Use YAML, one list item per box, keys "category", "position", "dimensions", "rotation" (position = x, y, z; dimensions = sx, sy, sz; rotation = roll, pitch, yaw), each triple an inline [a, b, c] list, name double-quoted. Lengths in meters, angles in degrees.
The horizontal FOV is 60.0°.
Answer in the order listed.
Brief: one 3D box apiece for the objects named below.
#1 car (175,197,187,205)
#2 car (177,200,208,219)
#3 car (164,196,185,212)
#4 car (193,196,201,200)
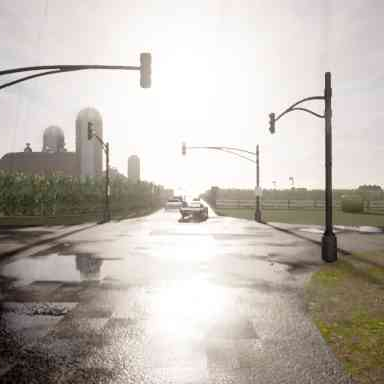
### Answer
- category: "car"
  position: [-1.951, 1.620, 60.102]
  dimensions: [2.033, 1.411, 5.357]
  rotation: [0, 0, 1]
- category: "car"
  position: [0.279, 1.627, 29.572]
  dimensions: [1.895, 1.301, 4.718]
  rotation: [0, 0, 9]
- category: "car"
  position: [-2.197, 1.564, 40.094]
  dimensions: [1.812, 1.442, 4.674]
  rotation: [0, 0, 1]
- category: "car"
  position: [1.093, 1.723, 80.184]
  dimensions: [1.895, 1.301, 4.718]
  rotation: [0, 0, 1]
